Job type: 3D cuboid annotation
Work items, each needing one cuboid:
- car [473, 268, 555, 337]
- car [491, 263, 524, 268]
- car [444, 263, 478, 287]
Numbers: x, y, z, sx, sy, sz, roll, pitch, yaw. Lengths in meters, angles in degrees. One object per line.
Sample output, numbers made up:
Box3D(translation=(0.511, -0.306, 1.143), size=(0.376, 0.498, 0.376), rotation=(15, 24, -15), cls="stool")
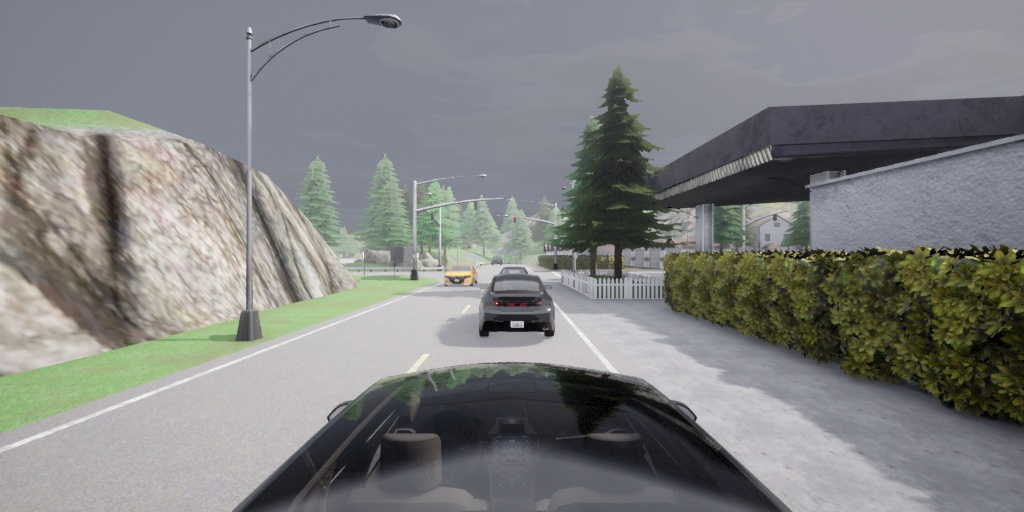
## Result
Box3D(translation=(0.119, 1.255, 10.288), size=(1.837, 1.490, 4.892), rotation=(0, 0, 0), cls="car")
Box3D(translation=(0.112, 1.297, 20.026), size=(2.033, 1.411, 5.357), rotation=(0, 0, 2), cls="car")
Box3D(translation=(-3.449, 1.265, 24.955), size=(1.882, 1.535, 5.008), rotation=(0, 0, 0), cls="car")
